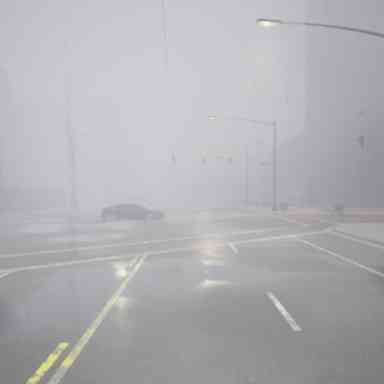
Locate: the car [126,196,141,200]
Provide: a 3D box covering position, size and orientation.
[{"bbox_3d":[-10.781,1.775,58.503,1.882,1.535,5.008,0,-1,0],"label":"car"}]

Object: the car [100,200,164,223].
[{"bbox_3d":[-4.586,1.591,25.698,4.892,1.490,1.837,0,0,0],"label":"car"}]

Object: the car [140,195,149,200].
[{"bbox_3d":[-10.794,1.616,74.035,2.150,2.045,5.566,0,-1,0],"label":"car"}]
